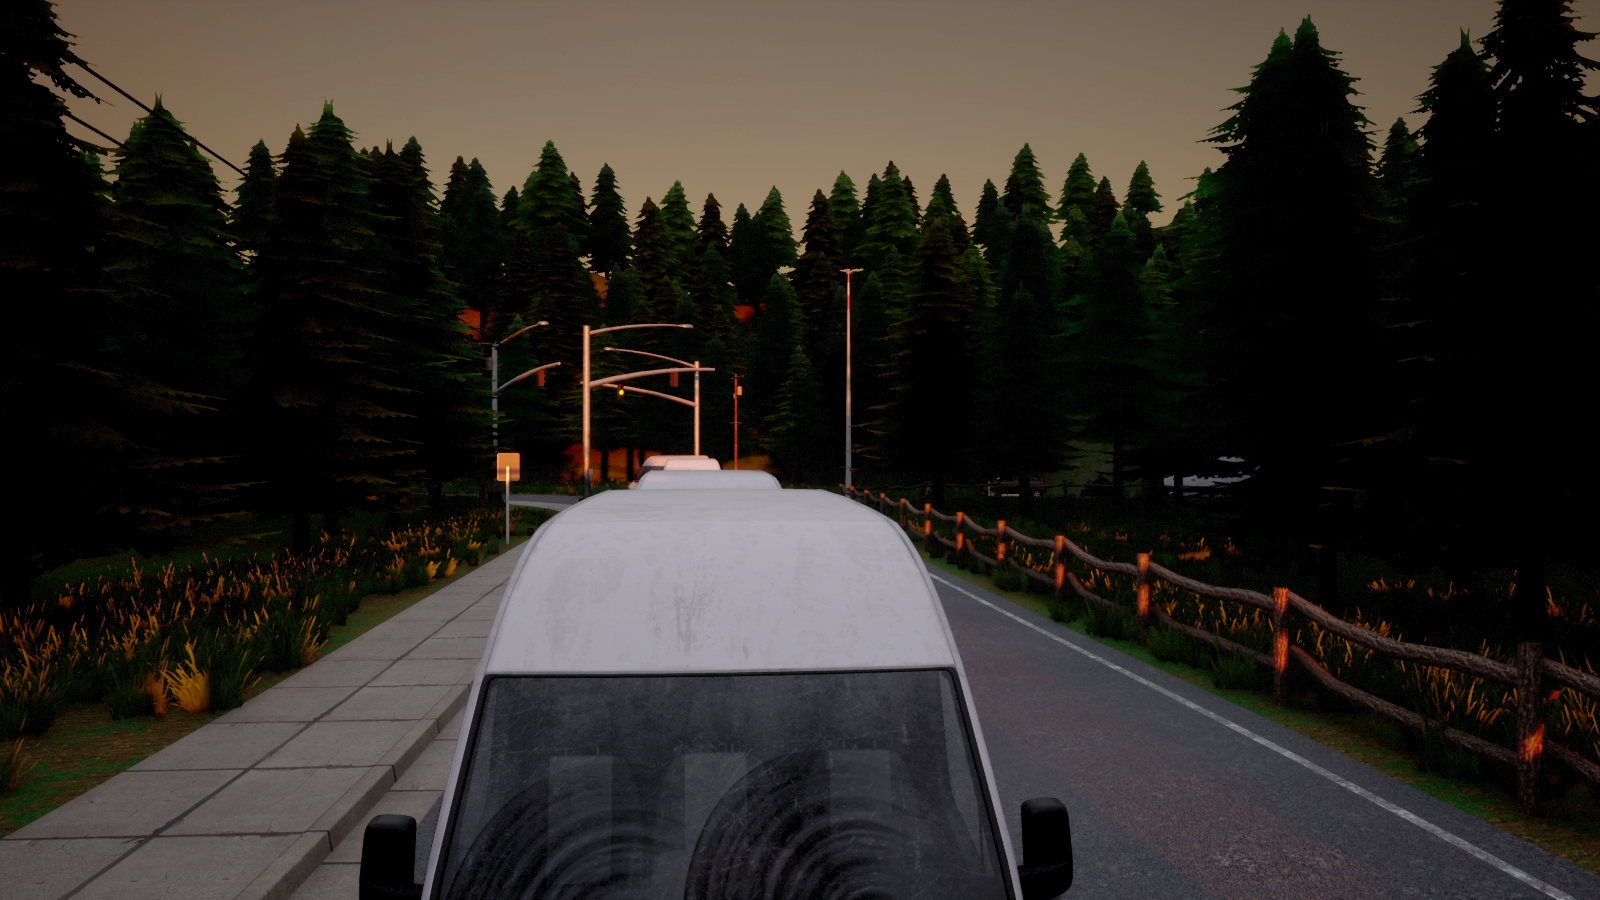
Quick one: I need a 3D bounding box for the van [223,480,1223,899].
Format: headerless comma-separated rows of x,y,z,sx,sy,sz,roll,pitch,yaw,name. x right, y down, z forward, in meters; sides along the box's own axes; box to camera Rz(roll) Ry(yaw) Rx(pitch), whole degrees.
-0.360,1.499,5.226,1.988,2.561,5.915,0,0,-5,van

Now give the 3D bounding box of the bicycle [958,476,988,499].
9.876,2.158,65.277,1.487,1.276,0.859,0,0,-6,bicycle

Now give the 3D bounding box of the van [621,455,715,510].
-6.375,1.515,56.025,1.988,2.561,5.915,0,0,22,van

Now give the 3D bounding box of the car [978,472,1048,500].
12.149,2.026,65.282,3.705,1.549,1.789,0,0,3,car
